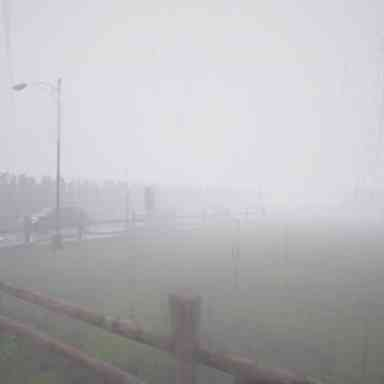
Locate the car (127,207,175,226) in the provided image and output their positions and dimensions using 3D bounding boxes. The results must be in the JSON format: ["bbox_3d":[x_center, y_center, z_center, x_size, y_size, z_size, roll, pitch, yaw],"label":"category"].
[{"bbox_3d":[-3.456,2.068,28.991,2.128,1.511,4.902,-1,-2,36],"label":"car"}]

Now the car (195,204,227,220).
[{"bbox_3d":[2.255,2.152,36.852,2.097,1.767,4.553,-1,-2,36],"label":"car"}]

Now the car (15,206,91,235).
[{"bbox_3d":[-8.834,1.713,21.491,2.097,1.767,4.553,-1,-2,35],"label":"car"}]

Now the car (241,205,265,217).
[{"bbox_3d":[8.328,2.562,45.112,1.812,1.442,4.674,-1,-2,36],"label":"car"}]

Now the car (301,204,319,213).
[{"bbox_3d":[19.949,2.842,56.235,1.882,1.535,5.008,-1,-2,36],"label":"car"}]
